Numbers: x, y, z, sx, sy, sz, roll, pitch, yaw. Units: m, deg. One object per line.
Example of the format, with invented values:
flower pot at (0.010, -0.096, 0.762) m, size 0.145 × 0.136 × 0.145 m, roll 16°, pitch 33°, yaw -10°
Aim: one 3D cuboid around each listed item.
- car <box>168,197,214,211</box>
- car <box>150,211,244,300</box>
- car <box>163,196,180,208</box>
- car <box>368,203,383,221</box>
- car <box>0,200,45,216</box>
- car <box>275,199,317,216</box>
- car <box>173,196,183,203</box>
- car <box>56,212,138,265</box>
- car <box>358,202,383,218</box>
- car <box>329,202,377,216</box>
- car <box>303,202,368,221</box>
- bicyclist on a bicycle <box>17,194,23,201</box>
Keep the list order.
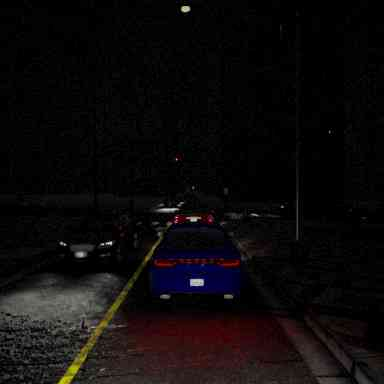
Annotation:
car at (0.108, 1.351, 17.615) m, size 2.097 × 1.767 × 4.553 m, roll 0°, pitch 0°, yaw 1°
car at (0.095, 1.477, 8.461) m, size 1.882 × 1.535 × 5.008 m, roll 0°, pitch 0°, yaw 0°
car at (-3.138, 1.490, 48.744) m, size 2.128 × 1.511 × 4.902 m, roll 0°, pitch 0°, yaw -2°
car at (17.929, 1.823, 28.311) m, size 4.829 × 1.417 × 1.752 m, roll 1°, pitch -1°, yaw 0°
car at (-14.792, 1.366, 28.194) m, size 4.403 × 1.369 × 2.008 m, roll 1°, pitch -1°, yaw 0°
car at (10.930, 1.538, 34.155) m, size 4.553 × 1.767 × 2.097 m, roll 1°, pitch 0°, yaw 0°
car at (-3.056, 1.595, 72.044) m, size 1.895 × 1.301 × 4.718 m, roll 0°, pitch 0°, yaw 0°
car at (-3.110, 1.491, 11.762) m, size 2.128 × 1.511 × 4.902 m, roll 0°, pitch 0°, yaw 0°
car at (19.896, 1.851, 34.163) m, size 4.674 × 1.442 × 1.812 m, roll 1°, pitch 0°, yaw 0°
car at (17.762, 1.841, 36.835) m, size 4.403 × 1.369 × 2.008 m, roll 1°, pitch -1°, yaw 0°
car at (12.116, 1.774, 28.307) m, size 4.313 × 1.339 × 1.947 m, roll 1°, pitch -1°, yaw 0°
bicyclist on a bicycle at (-20.523, 1.029, 39.675) m, size 0.582 × 1.620 × 1.656 m, roll 1°, pitch 0°, yaw 0°
